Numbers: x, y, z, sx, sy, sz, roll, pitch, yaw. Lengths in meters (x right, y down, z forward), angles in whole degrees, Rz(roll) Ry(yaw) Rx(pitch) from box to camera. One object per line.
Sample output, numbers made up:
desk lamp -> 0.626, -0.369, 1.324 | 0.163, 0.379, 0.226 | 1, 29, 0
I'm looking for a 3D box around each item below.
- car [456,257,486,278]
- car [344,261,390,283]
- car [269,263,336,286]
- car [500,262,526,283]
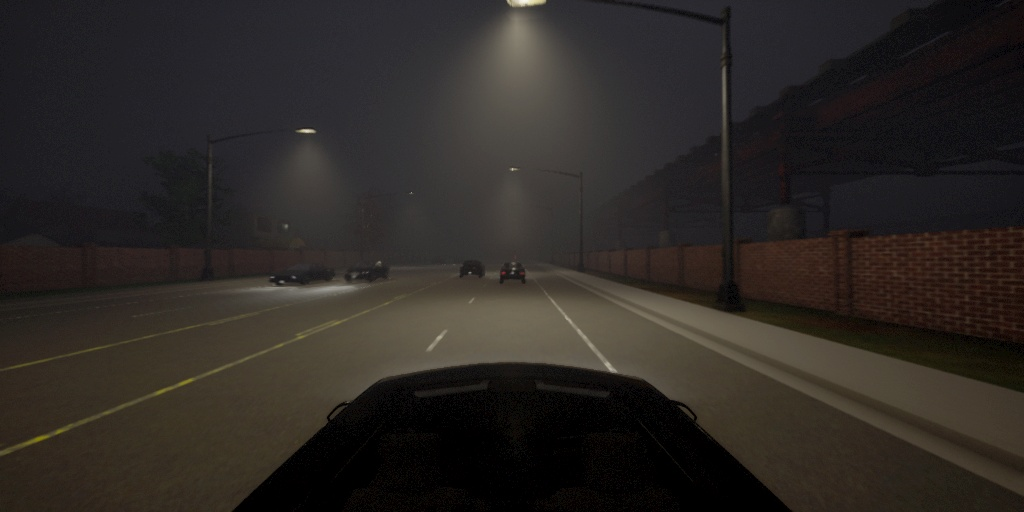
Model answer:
car -> -3.418, 1.088, 31.588 | 1.837, 1.490, 4.892 | 0, 0, 0
car -> -10.598, 1.112, 26.539 | 2.128, 1.511, 4.902 | 0, 0, 0
car -> -14.109, 1.181, 24.629 | 2.033, 1.411, 5.357 | 0, 0, 0
car -> 0.058, 1.169, 26.445 | 2.033, 1.411, 5.357 | 0, 0, 0
